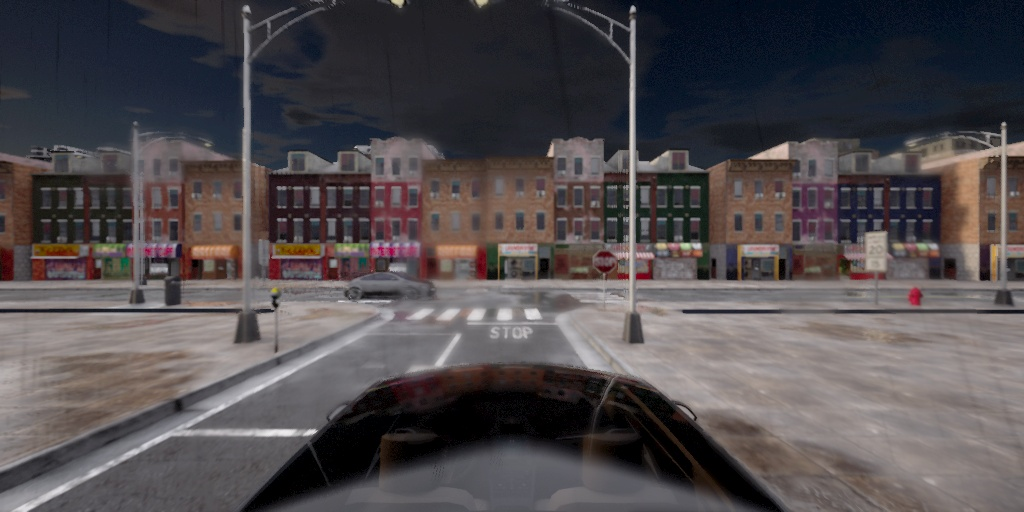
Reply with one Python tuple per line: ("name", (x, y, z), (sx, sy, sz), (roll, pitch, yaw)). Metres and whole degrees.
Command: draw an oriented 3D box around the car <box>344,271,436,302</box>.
("car", (-5.880, 1.446, 17.497), (4.181, 1.385, 1.994), (0, 0, 0))
